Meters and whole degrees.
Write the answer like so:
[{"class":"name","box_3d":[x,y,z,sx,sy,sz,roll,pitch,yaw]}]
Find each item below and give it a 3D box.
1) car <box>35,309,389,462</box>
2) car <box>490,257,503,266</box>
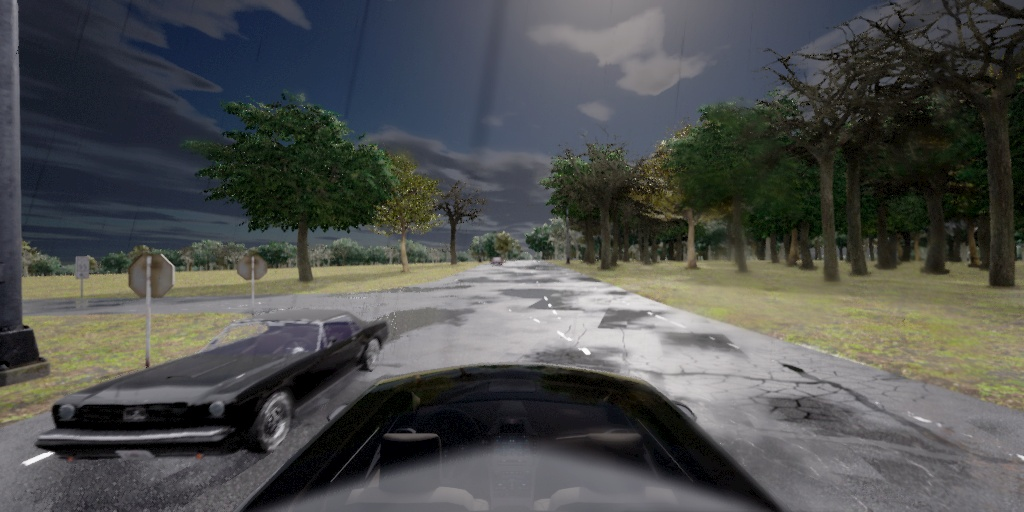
[{"class":"car","box_3d":[-3.595,1.595,5.608,1.895,1.301,4.718,-1,0,0]},{"class":"car","box_3d":[-2.630,0.926,62.572,1.812,1.442,4.674,-1,1,1]}]
